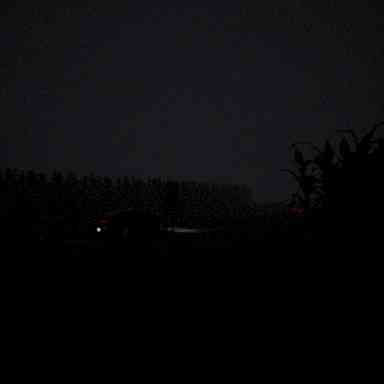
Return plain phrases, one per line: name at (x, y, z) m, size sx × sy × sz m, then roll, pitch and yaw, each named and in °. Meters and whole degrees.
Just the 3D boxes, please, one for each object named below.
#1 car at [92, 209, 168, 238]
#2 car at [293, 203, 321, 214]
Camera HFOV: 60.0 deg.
car at (-3.403, 1.735, 19.243) m, size 1.837 × 1.490 × 4.892 m, roll -1°, pitch -1°, yaw 37°
car at (15.043, 2.267, 44.038) m, size 1.895 × 1.301 × 4.718 m, roll -1°, pitch -1°, yaw 37°
